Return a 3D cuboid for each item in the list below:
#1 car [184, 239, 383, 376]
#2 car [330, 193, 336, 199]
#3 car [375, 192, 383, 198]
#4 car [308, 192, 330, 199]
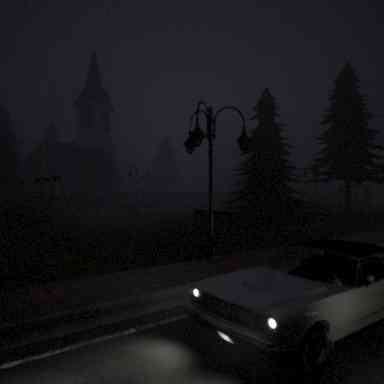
[{"bbox_3d":[2.213,1.562,5.634,4.718,1.301,1.895,-1,0,-36],"label":"car"},{"bbox_3d":[29.809,0.812,75.345,2.152,1.636,5.027,-1,0,-36],"label":"car"},{"bbox_3d":[43.899,0.706,76.169,1.845,1.501,3.633,-1,0,-36],"label":"car"},{"bbox_3d":[27.312,0.846,73.447,2.007,1.523,4.514,-1,0,-36],"label":"car"}]
